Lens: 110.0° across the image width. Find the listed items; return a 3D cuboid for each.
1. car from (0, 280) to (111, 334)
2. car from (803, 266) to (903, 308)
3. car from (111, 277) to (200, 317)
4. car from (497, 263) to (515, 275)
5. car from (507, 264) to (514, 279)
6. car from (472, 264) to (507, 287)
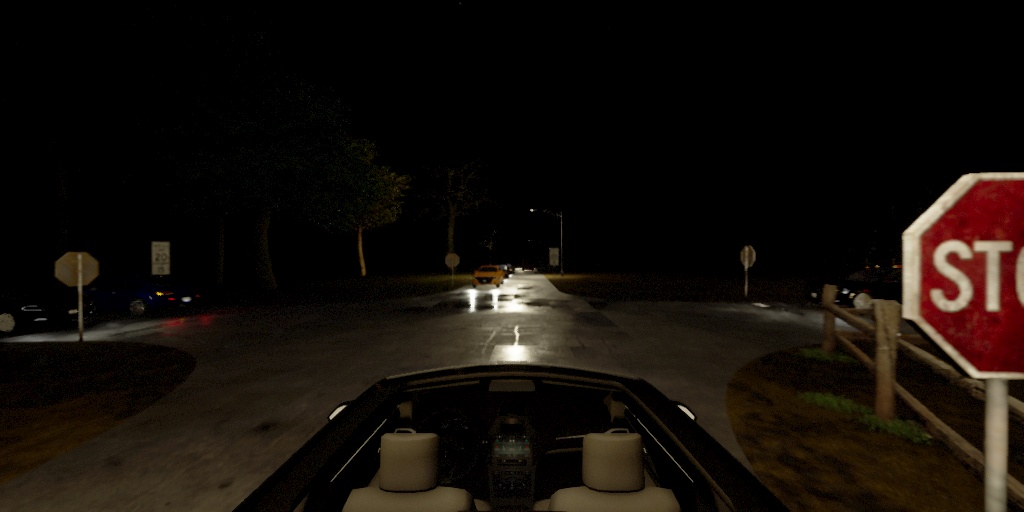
[{"bbox_3d":[-16.456,1.541,11.514,5.008,1.535,1.882,-1,0,2],"label":"car"},{"bbox_3d":[13.422,1.101,12.940,5.008,1.535,1.882,-1,0,1],"label":"car"},{"bbox_3d":[-15.076,1.557,14.278,4.674,1.442,1.812,-1,0,5],"label":"car"},{"bbox_3d":[-0.720,1.720,47.767,2.033,1.411,5.357,0,-1,3],"label":"car"},{"bbox_3d":[-1.191,1.605,37.118,2.033,1.411,5.357,0,-1,2],"label":"car"},{"bbox_3d":[-1.683,1.435,26.594,1.882,1.535,5.008,0,-1,4],"label":"car"}]
